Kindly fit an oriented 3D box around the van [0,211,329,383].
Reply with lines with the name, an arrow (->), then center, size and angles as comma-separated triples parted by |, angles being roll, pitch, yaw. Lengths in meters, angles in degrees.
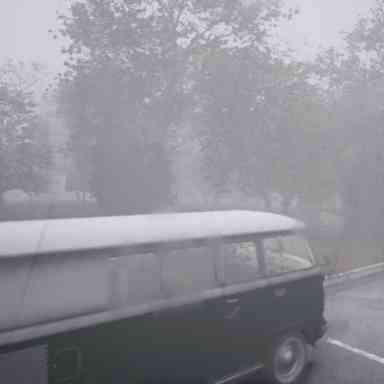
van -> -0.250, 1.257, 3.845 | 4.442, 1.987, 1.878 | 0, 1, -33
